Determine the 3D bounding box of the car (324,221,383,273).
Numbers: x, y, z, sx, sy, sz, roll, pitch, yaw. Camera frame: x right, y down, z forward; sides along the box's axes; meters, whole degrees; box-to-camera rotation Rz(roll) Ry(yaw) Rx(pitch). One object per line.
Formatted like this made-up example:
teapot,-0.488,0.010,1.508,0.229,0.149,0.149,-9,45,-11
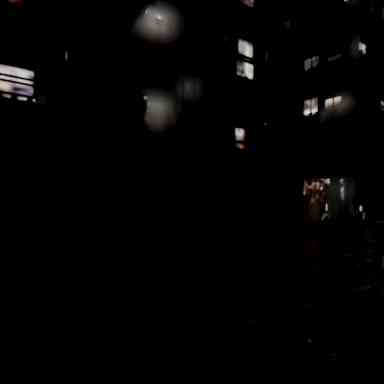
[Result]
car,6.204,1.677,11.118,4.403,1.369,2.008,1,1,-35
